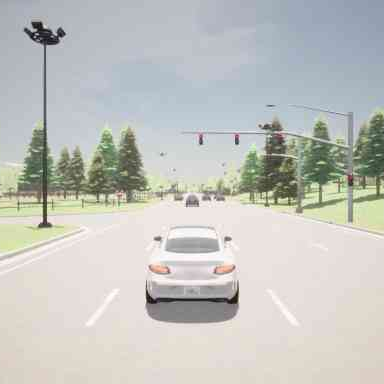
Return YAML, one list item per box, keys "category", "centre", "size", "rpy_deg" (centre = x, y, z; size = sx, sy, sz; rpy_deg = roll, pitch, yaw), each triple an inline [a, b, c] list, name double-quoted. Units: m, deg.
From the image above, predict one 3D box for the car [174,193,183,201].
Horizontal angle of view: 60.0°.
- category: "car"
  centre: [-3.389, 1.544, 82.927]
  size: [1.994, 1.385, 4.181]
  rpy_deg: [0, 0, 0]

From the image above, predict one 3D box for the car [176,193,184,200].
- category: "car"
  centre: [-3.375, 1.188, 92.933]
  size: [2.097, 1.767, 4.553]
  rpy_deg: [0, 0, 0]

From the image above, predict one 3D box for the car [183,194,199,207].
- category: "car"
  centre: [0.070, 1.352, 51.896]
  size: [2.097, 1.767, 4.553]
  rpy_deg: [0, 0, 0]

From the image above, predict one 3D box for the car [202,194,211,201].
- category: "car"
  centre: [3.611, 1.348, 82.921]
  size: [2.097, 1.767, 4.553]
  rpy_deg: [0, 0, 0]

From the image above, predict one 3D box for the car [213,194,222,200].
- category: "car"
  centre: [7.125, 1.385, 92.949]
  size: [1.994, 1.385, 4.181]
  rpy_deg: [0, 0, 0]

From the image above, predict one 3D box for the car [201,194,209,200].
- category: "car"
  centre: [3.625, 1.372, 92.954]
  size: [2.033, 1.411, 5.357]
  rpy_deg: [0, 0, 0]

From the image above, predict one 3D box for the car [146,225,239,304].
- category: "car"
  centre: [0.017, 1.526, 8.022]
  size: [1.812, 1.442, 4.674]
  rpy_deg: [0, 0, 0]

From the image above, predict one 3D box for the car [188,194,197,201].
- category: "car"
  centre: [0.111, 1.348, 82.925]
  size: [2.097, 1.767, 4.553]
  rpy_deg: [0, 0, 0]

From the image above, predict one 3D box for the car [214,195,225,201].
- category: "car"
  centre: [7.111, 1.517, 82.529]
  size: [2.128, 1.511, 4.902]
  rpy_deg: [0, 0, 0]

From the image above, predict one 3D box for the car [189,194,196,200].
- category: "car"
  centre: [0.125, 1.332, 92.959]
  size: [1.837, 1.490, 4.892]
  rpy_deg: [0, 0, 0]
